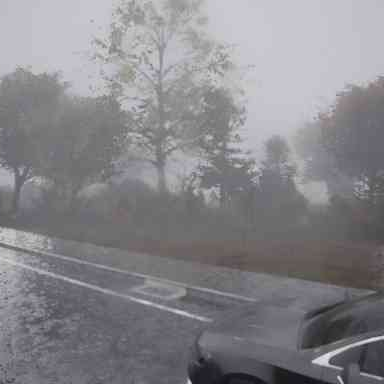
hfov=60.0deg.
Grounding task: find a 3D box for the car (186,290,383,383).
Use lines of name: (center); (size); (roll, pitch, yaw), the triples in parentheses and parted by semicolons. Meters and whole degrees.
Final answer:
car: (2.197, 1.514, 2.536); (4.892, 1.490, 1.837); (0, 0, 36)
